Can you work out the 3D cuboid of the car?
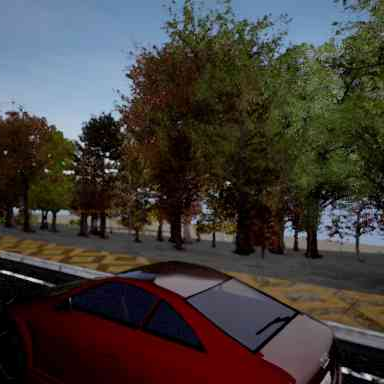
[{"bbox_3d":[-0.529,1.553,3.937,4.181,1.385,1.994,0,0,35],"label":"car"}]
